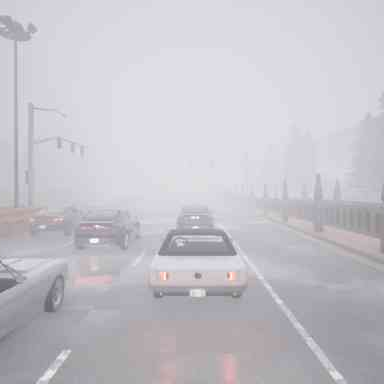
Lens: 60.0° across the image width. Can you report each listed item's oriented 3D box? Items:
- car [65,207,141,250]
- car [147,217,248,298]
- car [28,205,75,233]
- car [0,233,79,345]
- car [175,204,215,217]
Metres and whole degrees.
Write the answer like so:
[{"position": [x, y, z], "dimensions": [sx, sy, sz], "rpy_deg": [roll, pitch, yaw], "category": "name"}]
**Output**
[{"position": [-3.349, 1.413, 13.860], "dimensions": [1.837, 1.490, 4.892], "rpy_deg": [0, 0, 0], "category": "car"}, {"position": [0.123, 1.549, 8.326], "dimensions": [1.895, 1.301, 4.718], "rpy_deg": [0, 0, 0], "category": "car"}, {"position": [-6.858, 1.407, 17.487], "dimensions": [1.812, 1.442, 4.674], "rpy_deg": [0, 0, -1], "category": "car"}, {"position": [-3.389, 1.576, 4.634], "dimensions": [1.895, 1.301, 4.718], "rpy_deg": [0, 0, 0], "category": "car"}, {"position": [0.171, 1.385, 17.586], "dimensions": [1.837, 1.490, 4.892], "rpy_deg": [0, 0, 0], "category": "car"}]
